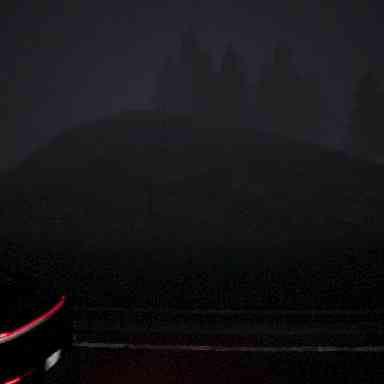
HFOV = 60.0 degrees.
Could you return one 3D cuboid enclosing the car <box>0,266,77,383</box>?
[{"bbox_3d":[-3.815,1.490,3.717,4.902,1.511,2.128,0,0,7],"label":"car"}]
